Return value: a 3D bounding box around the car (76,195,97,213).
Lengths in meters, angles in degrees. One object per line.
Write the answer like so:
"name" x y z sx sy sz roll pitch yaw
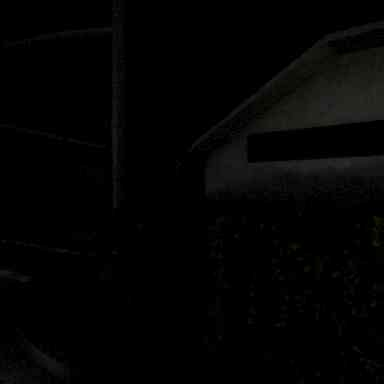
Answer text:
"car" -10.444 1.309 35.134 3.866 1.878 1.905 0 0 35

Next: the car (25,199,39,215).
"car" -17.248 1.476 32.997 4.611 1.667 2.242 0 0 35

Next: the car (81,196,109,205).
"car" -16.940 1.485 57.805 4.902 1.511 2.128 0 0 36
